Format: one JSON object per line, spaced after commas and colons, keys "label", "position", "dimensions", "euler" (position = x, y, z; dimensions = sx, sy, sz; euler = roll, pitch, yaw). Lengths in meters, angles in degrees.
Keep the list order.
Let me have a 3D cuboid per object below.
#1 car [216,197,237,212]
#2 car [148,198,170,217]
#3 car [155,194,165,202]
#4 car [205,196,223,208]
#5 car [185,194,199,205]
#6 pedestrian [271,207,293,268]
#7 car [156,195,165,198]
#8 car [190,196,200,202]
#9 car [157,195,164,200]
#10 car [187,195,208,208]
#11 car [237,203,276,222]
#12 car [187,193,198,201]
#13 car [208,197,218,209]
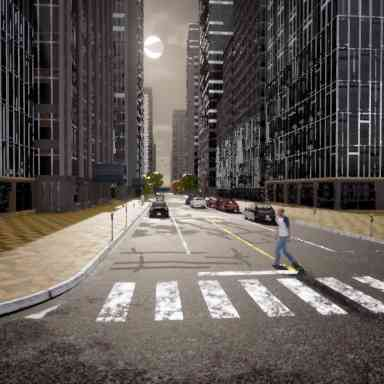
{"label": "car", "position": [4.224, 1.570, 37.478], "dimensions": [1.802, 1.307, 4.206], "euler": [-1, 0, -5]}
{"label": "car", "position": [-3.070, 1.553, 31.107], "dimensions": [1.947, 1.339, 4.313], "euler": [-1, 0, -5]}
{"label": "car", "position": [-7.220, 1.311, 76.104], "dimensions": [2.192, 1.841, 5.009], "euler": [-1, 0, -5]}
{"label": "car", "position": [3.185, 1.429, 48.728], "dimensions": [1.967, 1.590, 4.097], "euler": [-1, 0, -5]}
{"label": "car", "position": [-0.096, 1.554, 57.898], "dimensions": [1.994, 1.385, 4.181], "euler": [0, 0, -5]}
{"label": "pedestrian", "position": [2.660, 1.288, 9.815], "dimensions": [0.375, 1.860, 0.375], "euler": [-1, 1, -5]}
{"label": "car", "position": [-4.091, 1.512, 42.187], "dimensions": [1.752, 1.417, 4.829], "euler": [-1, 0, -5]}
{"label": "car", "position": [0.595, 1.580, 76.853], "dimensions": [1.802, 1.307, 4.206], "euler": [-1, 0, -5]}
{"label": "car", "position": [-8.772, 1.589, 92.978], "dimensions": [1.802, 1.307, 4.206], "euler": [-1, 0, -5]}
{"label": "car", "position": [0.818, 1.514, 48.018], "dimensions": [1.812, 1.442, 4.674], "euler": [0, 0, -5]}
{"label": "car", "position": [5.260, 1.540, 26.229], "dimensions": [2.008, 1.369, 4.403], "euler": [-1, 0, -5]}
{"label": "car", "position": [0.073, 1.316, 82.478], "dimensions": [2.192, 1.841, 5.009], "euler": [-1, 0, -5]}
{"label": "car", "position": [3.705, 1.533, 43.103], "dimensions": [1.887, 1.381, 4.507], "euler": [-1, 0, -5]}
